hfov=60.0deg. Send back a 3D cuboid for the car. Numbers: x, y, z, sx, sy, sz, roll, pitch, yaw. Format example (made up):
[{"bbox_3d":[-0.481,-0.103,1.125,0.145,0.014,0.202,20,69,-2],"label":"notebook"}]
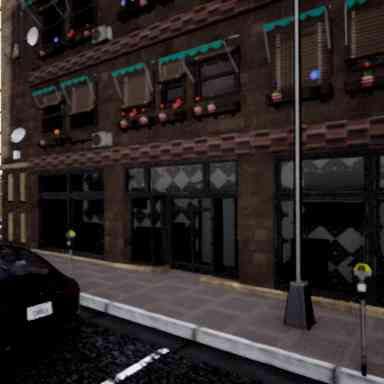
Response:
[{"bbox_3d":[-3.640,1.558,5.478,4.313,1.339,1.947,0,0,35],"label":"car"}]
